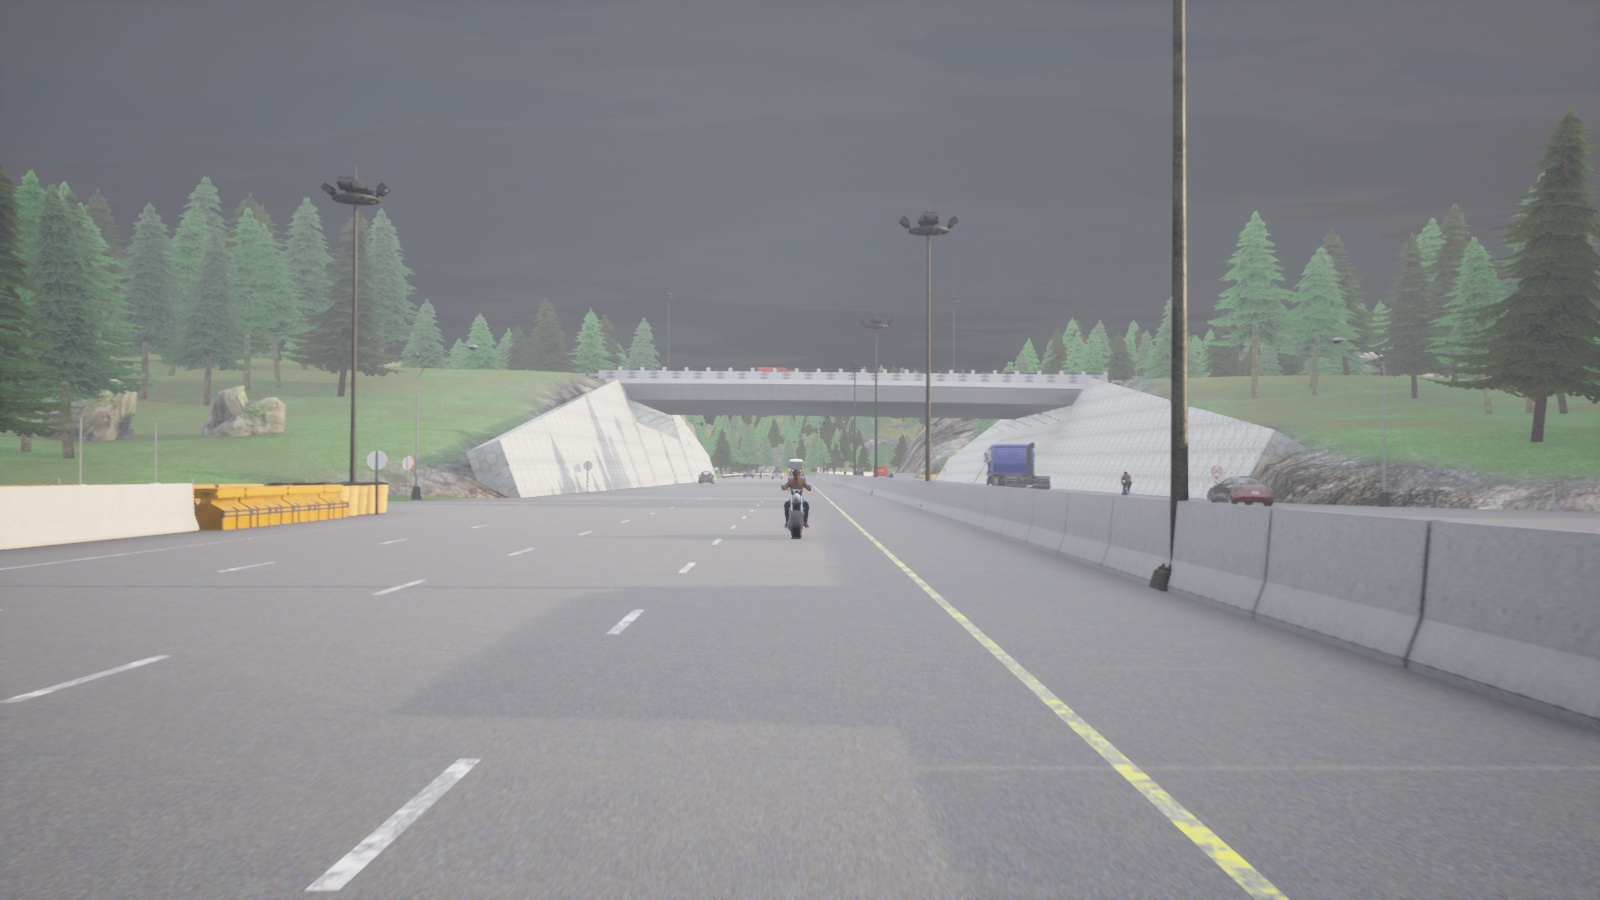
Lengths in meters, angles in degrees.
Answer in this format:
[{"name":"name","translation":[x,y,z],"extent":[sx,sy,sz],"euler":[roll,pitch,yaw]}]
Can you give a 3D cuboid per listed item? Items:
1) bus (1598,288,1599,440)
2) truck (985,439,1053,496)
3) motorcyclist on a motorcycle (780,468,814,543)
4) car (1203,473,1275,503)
[{"name":"bus","translation":[13.961,-0.389,13.672],"extent":[3.944,4.253,10.273],"euler":[0,-1,0]},{"name":"truck","translation":[13.803,1.111,79.655],"extent":[2.891,3.462,7.936],"euler":[0,-1,0]},{"name":"motorcyclist on a motorcycle","translation":[-0.071,1.252,29.124],"extent":[0.766,1.649,2.350],"euler":[0,-1,0]},{"name":"car","translation":[20.855,1.797,59.830],"extent":[1.994,1.385,4.181],"euler":[0,-1,0]}]
